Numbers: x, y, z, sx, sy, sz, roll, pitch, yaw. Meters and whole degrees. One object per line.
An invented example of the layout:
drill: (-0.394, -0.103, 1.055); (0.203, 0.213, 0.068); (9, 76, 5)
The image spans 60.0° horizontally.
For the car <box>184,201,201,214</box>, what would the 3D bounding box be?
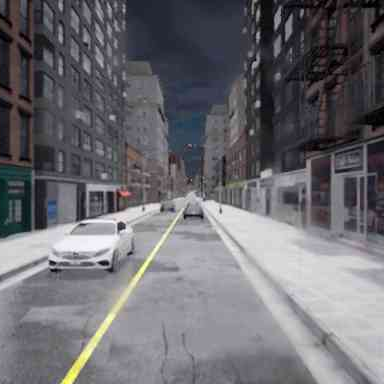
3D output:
car: (0.110, 1.901, 42.477); (2.033, 1.411, 5.357); (0, 0, 1)

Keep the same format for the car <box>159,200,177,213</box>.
car: (-3.039, 1.855, 42.245); (1.837, 1.490, 4.892); (0, 0, 0)

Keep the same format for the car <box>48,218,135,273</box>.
car: (-3.085, 1.621, 11.130); (1.812, 1.442, 4.674); (0, -1, 0)

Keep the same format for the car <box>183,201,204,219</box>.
car: (0.132, 1.834, 32.197); (1.994, 1.385, 4.181); (0, 0, 0)
